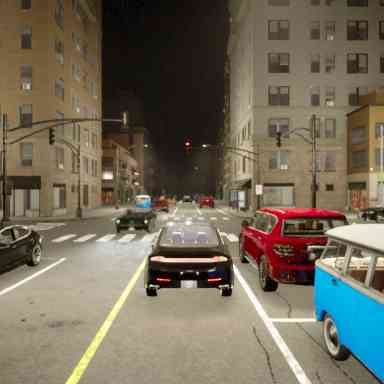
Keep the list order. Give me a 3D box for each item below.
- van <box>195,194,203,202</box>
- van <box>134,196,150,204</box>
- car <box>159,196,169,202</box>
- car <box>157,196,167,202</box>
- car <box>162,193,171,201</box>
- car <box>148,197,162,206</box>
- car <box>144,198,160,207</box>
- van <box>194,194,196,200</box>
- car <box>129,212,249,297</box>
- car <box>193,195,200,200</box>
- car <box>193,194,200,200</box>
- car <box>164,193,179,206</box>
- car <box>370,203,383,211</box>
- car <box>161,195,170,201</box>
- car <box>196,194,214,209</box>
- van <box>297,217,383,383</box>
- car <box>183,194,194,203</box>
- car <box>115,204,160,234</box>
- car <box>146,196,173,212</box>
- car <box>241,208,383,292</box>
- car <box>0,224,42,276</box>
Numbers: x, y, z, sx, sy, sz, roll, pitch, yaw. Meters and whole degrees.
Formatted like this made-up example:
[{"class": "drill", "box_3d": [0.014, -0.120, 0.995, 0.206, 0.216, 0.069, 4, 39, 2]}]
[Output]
[{"class": "van", "box_3d": [1.576, 1.329, 73.267, 1.690, 1.788, 3.998, 0, 0, -1]}, {"class": "van", "box_3d": [-6.013, 1.336, 40.708, 1.690, 1.788, 3.998, 0, 0, -1]}, {"class": "car", "box_3d": [-6.583, 1.537, 78.547, 2.008, 1.369, 4.403, 0, 0, -1]}, {"class": "car", "box_3d": [-6.499, 1.514, 72.973, 1.752, 1.417, 4.829, 0, 0, -1]}, {"class": "car", "box_3d": [-6.747, 1.299, 89.358, 2.192, 1.841, 5.009, 0, 0, -1]}, {"class": "car", "box_3d": [-6.257, 1.537, 56.925, 1.887, 1.381, 4.507, 0, 0, -1]}, {"class": "car", "box_3d": [-6.176, 1.559, 51.519, 1.947, 1.339, 4.313, 0, 0, -1]}, {"class": "van", "box_3d": [1.752, 1.332, 62.456, 1.690, 1.788, 3.998, 0, 0, -1]}, {"class": "car", "box_3d": [-0.060, 1.491, 8.575, 2.128, 1.511, 4.902, 0, 0, 0]}, {"class": "car", "box_3d": [1.310, 1.509, 89.654, 1.752, 1.417, 4.829, 0, 0, -1]}, {"class": "car", "box_3d": [1.224, 1.423, 94.889, 1.967, 1.590, 4.097, 0, 0, -1]}, {"class": "car", "box_3d": [-3.646, 1.345, 53.740, 2.097, 1.767, 4.553, 0, 0, -1]}, {"class": "car", "box_3d": [14.528, 1.418, 23.932, 4.902, 1.511, 2.128, 0, 0, -1]}, {"class": "car", "box_3d": [-6.665, 1.551, 83.953, 1.947, 1.339, 4.313, 0, 0, -1]}, {"class": "car", "box_3d": [2.016, 1.309, 46.239, 2.192, 1.841, 5.009, 0, 0, -1]}, {"class": "van", "box_3d": [2.606, 1.341, 3.361, 1.690, 1.788, 3.998, 0, 0, -1]}, {"class": "car", "box_3d": [-0.896, 1.591, 66.520, 1.895, 1.301, 4.718, 0, 0, -1]}, {"class": "car", "box_3d": [-3.130, 1.603, 19.323, 1.895, 1.301, 4.718, 0, 0, -1]}, {"class": "car", "box_3d": [-3.372, 1.522, 35.418, 1.812, 1.442, 4.674, 0, 0, 0]}, {"class": "car", "box_3d": [2.522, 1.315, 8.872, 2.192, 1.841, 5.009, 0, 0, -1]}, {"class": "car", "box_3d": [-5.502, 1.566, 8.748, 1.947, 1.339, 4.313, 0, 0, -1]}]
